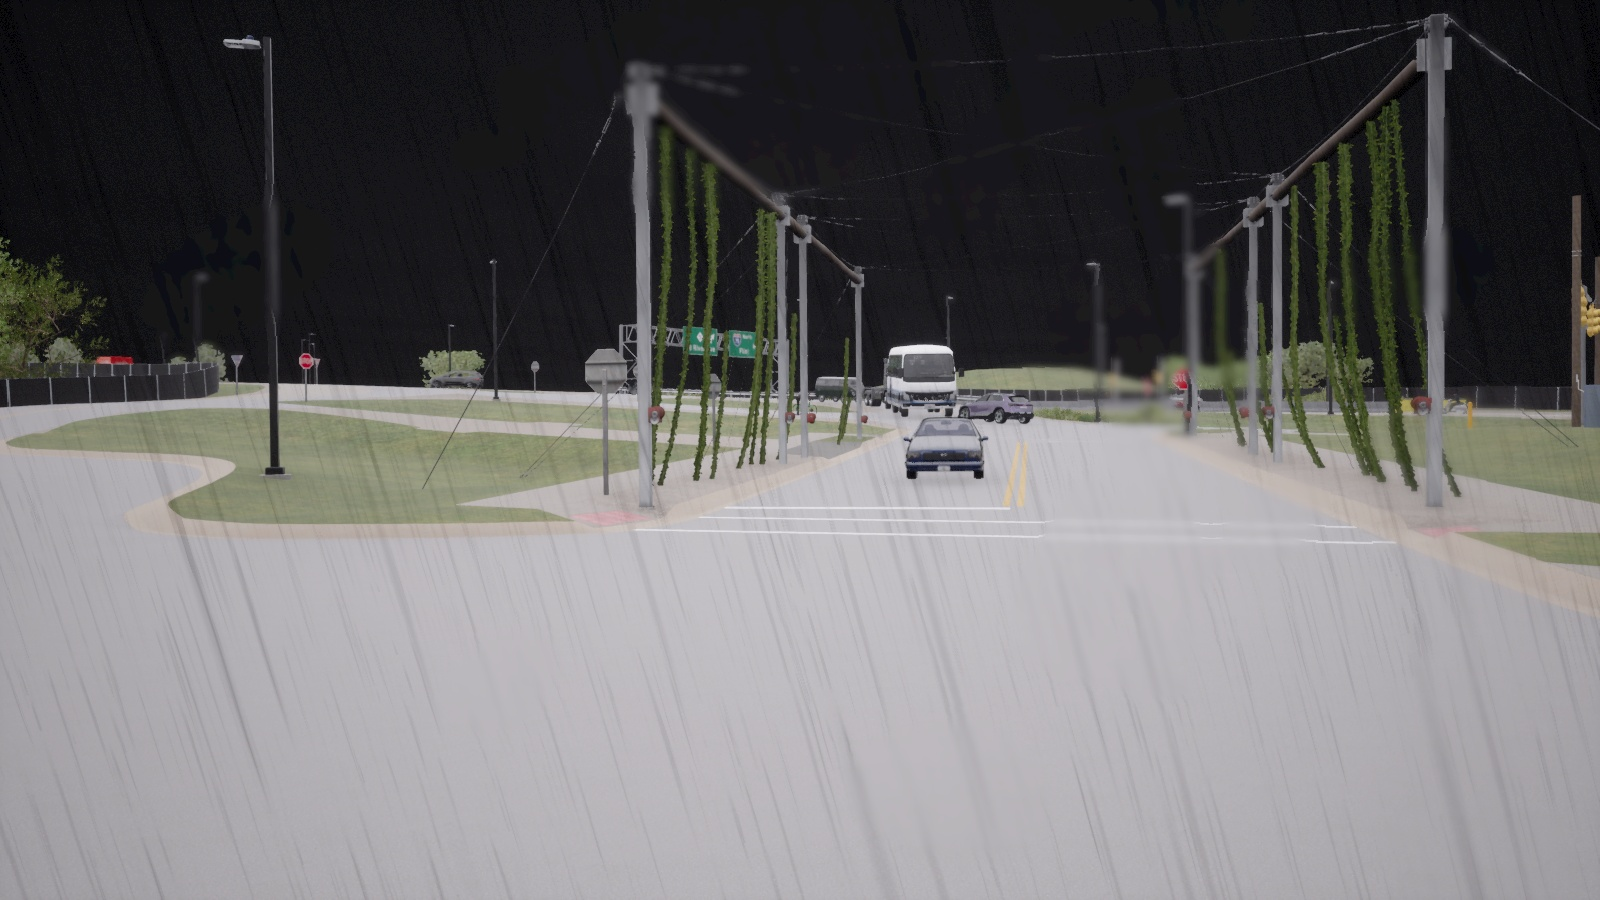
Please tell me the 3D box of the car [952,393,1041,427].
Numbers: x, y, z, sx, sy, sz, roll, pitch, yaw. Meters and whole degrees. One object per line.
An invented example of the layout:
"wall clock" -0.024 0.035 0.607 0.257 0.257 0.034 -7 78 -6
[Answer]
"car" 10.474 -2.182 67.196 2.033 1.649 4.856 0 3 -30

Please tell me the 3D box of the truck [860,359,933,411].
"truck" 6.704 -4.677 88.364 2.891 3.462 7.936 -1 4 -13

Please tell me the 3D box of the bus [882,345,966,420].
"bus" 7.442 -4.248 77.097 3.944 4.253 10.273 0 4 -1

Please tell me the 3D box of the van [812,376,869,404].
"van" 3.113 -4.633 97.218 1.775 1.987 4.442 -2 5 -40

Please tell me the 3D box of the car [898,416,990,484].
"car" 3.597 -0.067 30.766 2.033 1.411 5.357 0 3 8
